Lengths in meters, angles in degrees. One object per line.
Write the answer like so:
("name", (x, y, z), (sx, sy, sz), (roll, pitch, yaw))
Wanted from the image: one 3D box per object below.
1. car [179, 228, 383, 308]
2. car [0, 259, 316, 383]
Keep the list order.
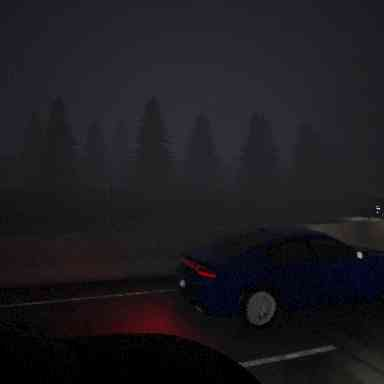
("car", (2.149, 1.477, 6.763), (5.008, 1.535, 1.882), (0, 0, -20))
("car", (-1.814, 1.477, 1.699), (5.008, 1.535, 1.882), (0, 0, -17))
